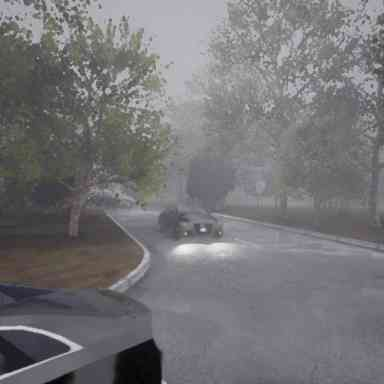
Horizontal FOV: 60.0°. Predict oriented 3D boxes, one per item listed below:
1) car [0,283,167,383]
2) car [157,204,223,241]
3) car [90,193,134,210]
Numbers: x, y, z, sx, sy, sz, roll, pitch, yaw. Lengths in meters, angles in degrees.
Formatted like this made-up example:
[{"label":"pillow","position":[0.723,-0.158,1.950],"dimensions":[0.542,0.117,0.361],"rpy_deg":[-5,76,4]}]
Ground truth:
[{"label":"car","position":[-2.369,1.489,1.929],"dimensions":[2.128,1.511,4.902],"rpy_deg":[0,0,45]},{"label":"car","position":[-0.201,1.240,14.675],"dimensions":[1.994,1.385,4.181],"rpy_deg":[1,1,-19]},{"label":"car","position":[-7.505,0.861,30.929],"dimensions":[4.902,1.511,2.128],"rpy_deg":[1,-1,38]}]
